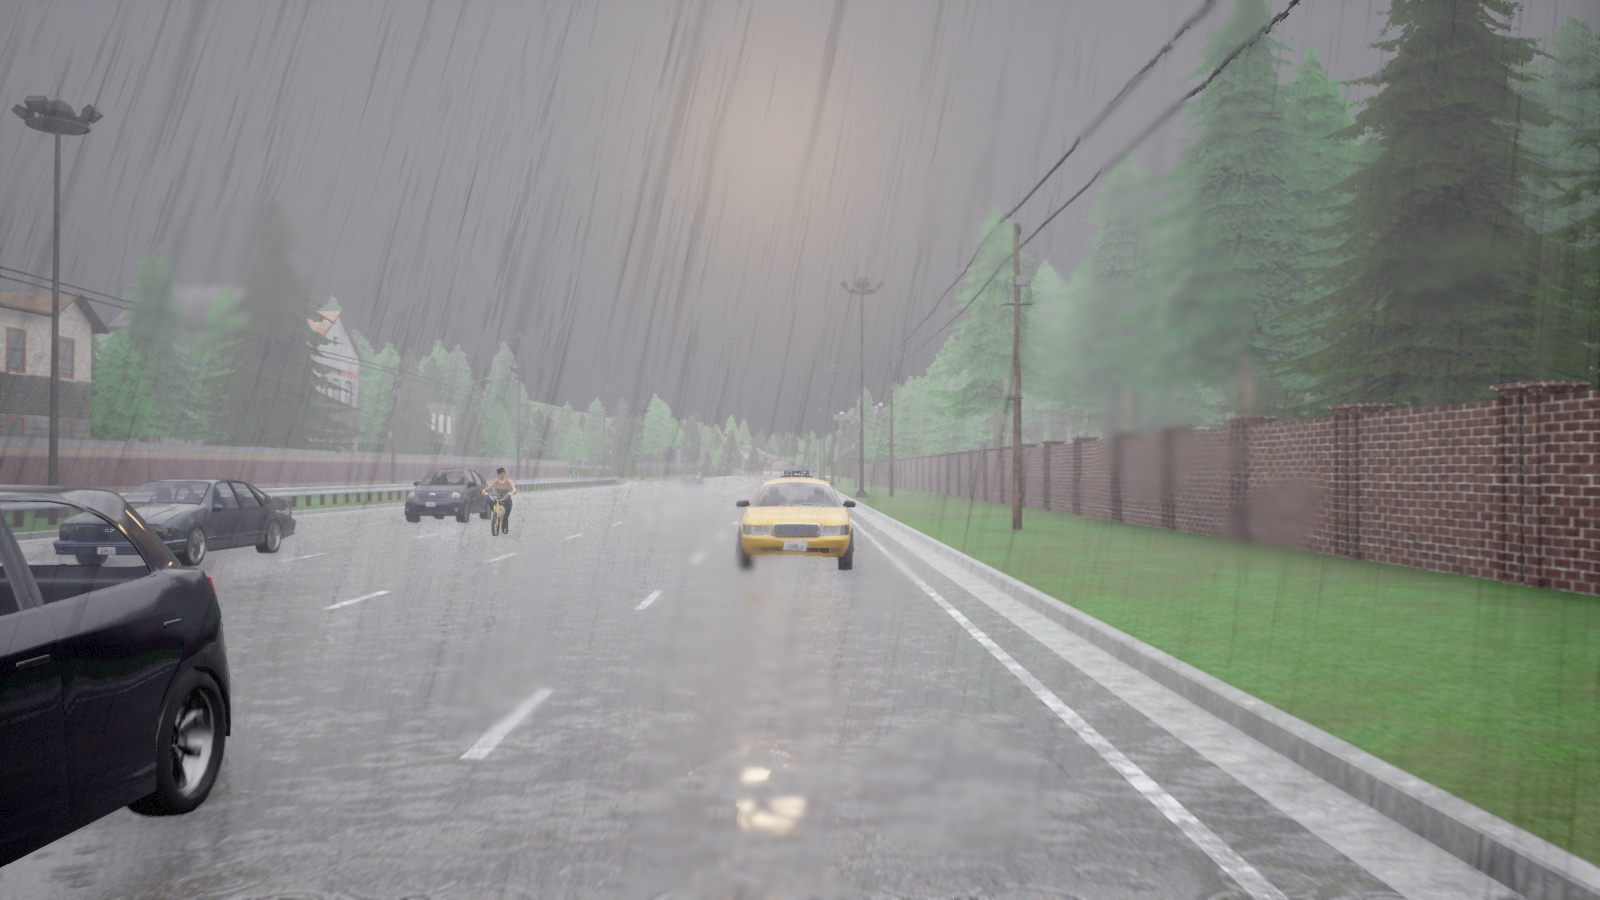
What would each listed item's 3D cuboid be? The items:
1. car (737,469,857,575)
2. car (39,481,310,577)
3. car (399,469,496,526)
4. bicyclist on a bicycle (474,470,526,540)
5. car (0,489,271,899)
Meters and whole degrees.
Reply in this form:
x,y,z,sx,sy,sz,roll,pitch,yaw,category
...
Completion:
x,y,z,sx,sy,sz,roll,pitch,yaw,category
-0.052,1.113,21.444,1.801,1.575,5.366,0,-1,0,car
-10.552,1.269,21.777,2.033,1.411,5.357,0,-1,0,car
-10.592,1.392,38.018,1.851,1.617,3.988,0,-1,0,car
-7.071,1.276,29.684,0.866,1.612,1.509,0,-1,0,bicyclist on a bicycle
-3.510,0.915,4.324,1.845,1.501,3.633,0,-1,0,car
